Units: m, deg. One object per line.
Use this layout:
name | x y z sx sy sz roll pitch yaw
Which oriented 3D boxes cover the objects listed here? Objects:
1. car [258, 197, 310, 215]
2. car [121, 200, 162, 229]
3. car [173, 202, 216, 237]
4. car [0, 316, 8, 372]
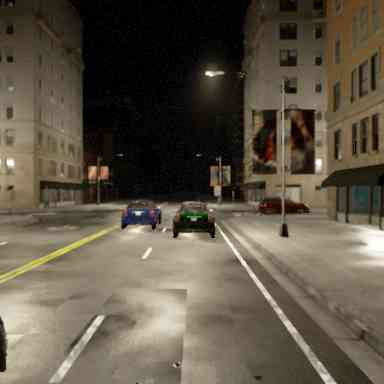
car | 8.679 1.295 31.365 4.553 1.767 2.097 0 0 -4
car | -3.145 1.321 21.550 2.097 1.767 4.553 0 0 0
car | 0.100 1.325 17.923 2.097 1.767 4.553 0 0 0
car | -3.148 1.348 1.947 2.097 1.767 4.553 0 0 0
